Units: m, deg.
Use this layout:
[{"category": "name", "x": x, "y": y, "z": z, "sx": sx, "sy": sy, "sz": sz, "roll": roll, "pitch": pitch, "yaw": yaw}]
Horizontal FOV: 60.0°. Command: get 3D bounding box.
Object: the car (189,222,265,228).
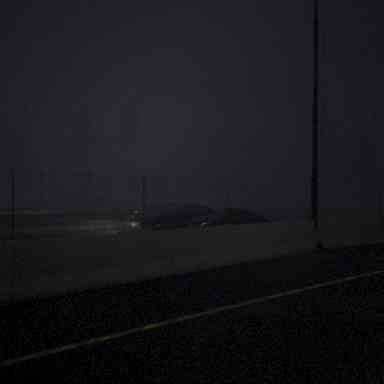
[{"category": "car", "x": 1.991, "y": 1.548, "z": 17.798, "sx": 4.674, "sy": 1.442, "sz": 1.812, "roll": 1, "pitch": 0, "yaw": -32}]
